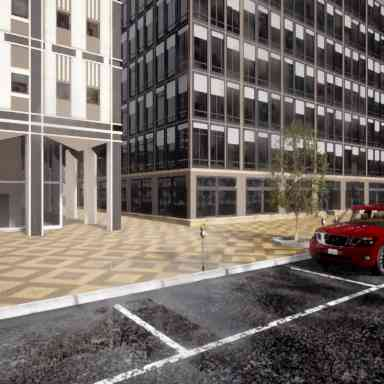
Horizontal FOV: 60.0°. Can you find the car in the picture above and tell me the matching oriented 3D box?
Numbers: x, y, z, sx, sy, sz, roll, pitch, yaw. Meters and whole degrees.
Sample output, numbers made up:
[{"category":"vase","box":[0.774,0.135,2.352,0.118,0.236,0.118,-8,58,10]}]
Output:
[{"category":"car","box":[5.885,1.314,10.588,5.009,1.841,2.192,0,0,-36]}]
